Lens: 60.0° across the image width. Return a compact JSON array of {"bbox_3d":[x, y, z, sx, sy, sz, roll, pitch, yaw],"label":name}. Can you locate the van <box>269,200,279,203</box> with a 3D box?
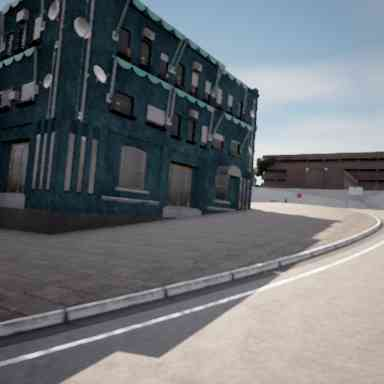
[{"bbox_3d":[15.734,2.528,64.010,1.878,1.987,4.442,2,-5,13],"label":"van"}]
